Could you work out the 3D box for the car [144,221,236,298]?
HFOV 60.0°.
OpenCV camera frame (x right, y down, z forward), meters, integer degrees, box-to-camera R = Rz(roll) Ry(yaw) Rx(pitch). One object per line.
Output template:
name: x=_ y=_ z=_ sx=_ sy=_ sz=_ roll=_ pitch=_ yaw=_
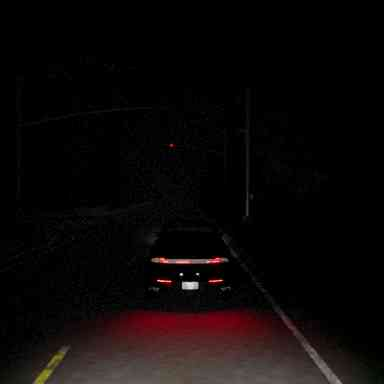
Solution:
car: x=-0.071 y=1.492 z=8.487 sx=2.128 sy=1.511 sz=4.902 roll=0 pitch=0 yaw=-1
